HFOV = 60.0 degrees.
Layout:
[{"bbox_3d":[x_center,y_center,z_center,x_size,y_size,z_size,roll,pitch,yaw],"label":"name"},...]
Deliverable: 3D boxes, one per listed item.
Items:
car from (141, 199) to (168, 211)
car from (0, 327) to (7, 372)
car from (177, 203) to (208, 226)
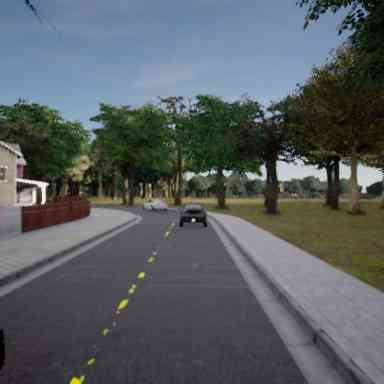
[{"bbox_3d":[-4.673,1.642,41.610,1.812,1.442,4.674,1,-1,-32],"label":"car"},{"bbox_3d":[-2.843,1.605,1.191,1.895,1.301,4.718,0,0,0],"label":"car"},{"bbox_3d":[0.047,1.570,23.887,1.837,1.490,4.892,0,0,-1],"label":"car"}]
